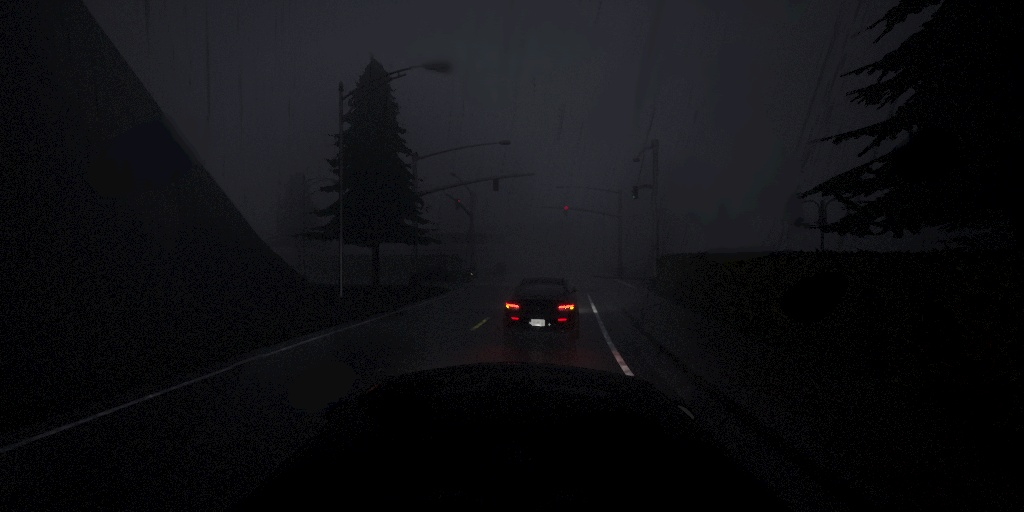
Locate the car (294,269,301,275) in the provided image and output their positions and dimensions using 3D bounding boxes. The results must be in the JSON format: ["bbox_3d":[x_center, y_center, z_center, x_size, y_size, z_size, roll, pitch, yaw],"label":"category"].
[{"bbox_3d":[-19.314,1.254,28.479,4.892,1.490,1.837,0,0,9],"label":"car"}]

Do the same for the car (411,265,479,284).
[{"bbox_3d":[-4.854,1.351,26.287,4.718,1.301,1.895,0,0,8],"label":"car"}]

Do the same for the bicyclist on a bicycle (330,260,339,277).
[{"bbox_3d":[-17.376,1.203,35.307,0.582,1.620,1.656,0,0,8],"label":"bicyclist on a bicycle"}]

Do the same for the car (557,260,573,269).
[{"bbox_3d":[7.138,1.227,48.232,1.882,1.535,5.008,0,0,9],"label":"car"}]

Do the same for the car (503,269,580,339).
[{"bbox_3d":[0.916,1.276,10.034,1.812,1.442,4.674,0,0,9],"label":"car"}]
